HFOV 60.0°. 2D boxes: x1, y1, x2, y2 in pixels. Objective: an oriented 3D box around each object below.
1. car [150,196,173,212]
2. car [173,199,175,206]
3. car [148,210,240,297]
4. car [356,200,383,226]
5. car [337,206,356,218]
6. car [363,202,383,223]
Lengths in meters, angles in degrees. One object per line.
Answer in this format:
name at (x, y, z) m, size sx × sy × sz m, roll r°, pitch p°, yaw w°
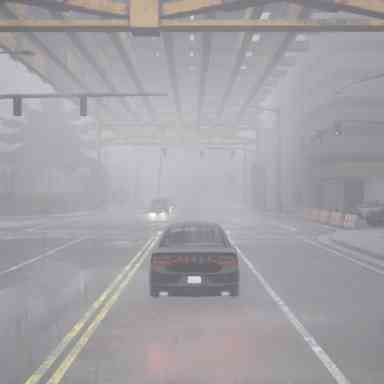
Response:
car at (-3.677, 1.448, 38.330) m, size 2.128 × 1.511 × 4.902 m, roll 0°, pitch 0°, yaw 0°
car at (-3.690, 1.431, 51.101) m, size 2.128 × 1.511 × 4.902 m, roll 0°, pitch 0°, yaw 0°
car at (0.051, 1.467, 8.617) m, size 1.882 × 1.535 × 5.008 m, roll 0°, pitch 0°, yaw 0°
car at (13.213, 1.397, 20.922) m, size 4.974 × 1.542 × 2.038 m, roll 0°, pitch 0°, yaw -20°
car at (13.577, 1.233, 25.059) m, size 4.536 × 1.218 × 1.853 m, roll 0°, pitch 0°, yaw 25°
car at (13.262, 1.239, 20.939) m, size 4.536 × 1.218 × 1.853 m, roll 0°, pitch 0°, yaw -20°
